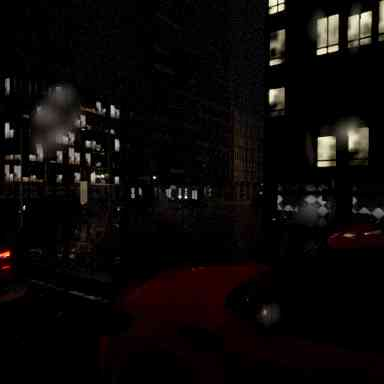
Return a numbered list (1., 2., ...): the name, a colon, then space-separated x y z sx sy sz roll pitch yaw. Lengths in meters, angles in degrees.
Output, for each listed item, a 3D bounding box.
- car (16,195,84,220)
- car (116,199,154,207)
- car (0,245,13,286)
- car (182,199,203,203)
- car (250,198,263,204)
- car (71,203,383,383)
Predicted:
1. car: -12.245 1.280 29.174 2.150 2.045 5.566 1 0 39
2. car: -6.310 1.595 37.198 2.128 1.511 4.902 1 0 37
3. car: -6.128 1.522 8.041 4.674 1.442 1.812 0 0 35
4. car: -0.155 1.676 45.448 1.812 1.442 4.674 1 0 36
5. car: 11.628 1.793 55.953 2.033 1.411 5.357 1 0 37
6. car: 1.773 1.222 2.421 5.566 2.045 2.150 0 0 35
